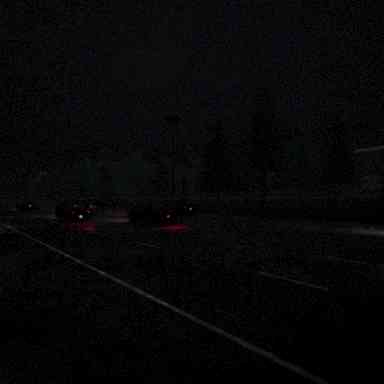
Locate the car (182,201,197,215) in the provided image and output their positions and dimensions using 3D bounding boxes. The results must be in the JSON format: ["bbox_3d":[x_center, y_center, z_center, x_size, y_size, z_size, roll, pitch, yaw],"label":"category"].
[{"bbox_3d":[-1.357,1.623,34.183,1.994,1.385,4.181,0,0,-37],"label":"car"}]

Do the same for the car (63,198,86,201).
[{"bbox_3d":[-15.324,1.687,41.137,2.033,1.411,5.357,0,0,-37],"label":"car"}]

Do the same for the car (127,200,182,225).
[{"bbox_3d":[-3.124,1.531,24.873,1.882,1.535,5.008,0,0,-37],"label":"car"}]

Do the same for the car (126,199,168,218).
[{"bbox_3d":[-4.472,1.550,32.502,1.882,1.535,5.008,0,0,-37],"label":"car"}]

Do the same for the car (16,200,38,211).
[{"bbox_3d":[-21.831,1.740,43.978,1.994,1.385,4.181,0,0,-37],"label":"car"}]

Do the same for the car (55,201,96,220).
[{"bbox_3d":[-10.298,1.696,28.605,1.895,1.301,4.718,0,0,-37],"label":"car"}]

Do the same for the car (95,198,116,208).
[{"bbox_3d":[-12.982,1.633,49.681,2.128,1.511,4.902,0,0,-37],"label":"car"}]
